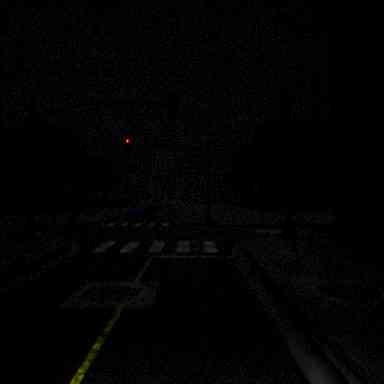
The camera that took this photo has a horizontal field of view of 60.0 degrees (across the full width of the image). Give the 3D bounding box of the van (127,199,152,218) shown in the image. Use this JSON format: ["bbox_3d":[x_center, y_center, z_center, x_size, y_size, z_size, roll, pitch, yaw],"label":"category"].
[{"bbox_3d":[-5.394,1.668,33.208,1.690,1.788,3.998,2,-1,0],"label":"van"}]

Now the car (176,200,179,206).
[{"bbox_3d":[-5.562,3.334,94.396,2.008,1.369,4.403,1,-2,0],"label":"car"}]

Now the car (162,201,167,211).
[{"bbox_3d":[-5.449,2.271,52.085,1.887,1.381,4.507,2,-1,0],"label":"car"}]

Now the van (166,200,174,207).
[{"bbox_3d":[-5.529,2.839,83.824,1.690,1.788,3.998,1,-2,0],"label":"van"}]

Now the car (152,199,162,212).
[{"bbox_3d":[-5.414,1.814,41.513,2.192,1.841,5.009,2,-1,0],"label":"car"}]

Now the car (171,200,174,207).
[{"bbox_3d":[-5.506,2.771,73.242,1.887,1.381,4.507,1,-1,0],"label":"car"}]

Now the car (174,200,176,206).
[{"bbox_3d":[-5.517,2.801,78.533,1.967,1.590,4.097,1,-1,0],"label":"car"}]

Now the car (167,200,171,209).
[{"bbox_3d":[-5.478,2.551,62.663,1.802,1.307,4.206,2,-1,0],"label":"car"}]

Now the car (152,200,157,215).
[{"bbox_3d":[-5.408,1.946,36.524,2.008,1.369,4.403,2,-1,0],"label":"car"}]
